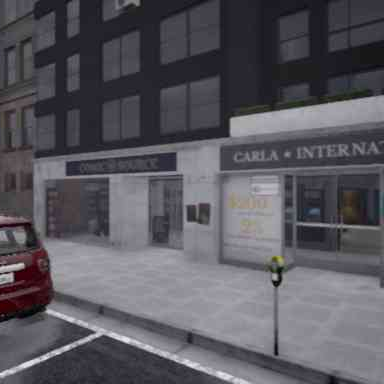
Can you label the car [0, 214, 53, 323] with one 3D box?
[{"bbox_3d":[-4.594,1.308,6.089,5.009,1.841,2.192,0,0,36],"label":"car"}]
